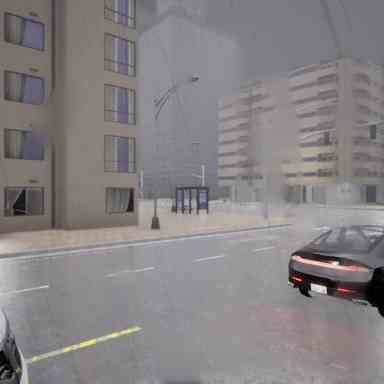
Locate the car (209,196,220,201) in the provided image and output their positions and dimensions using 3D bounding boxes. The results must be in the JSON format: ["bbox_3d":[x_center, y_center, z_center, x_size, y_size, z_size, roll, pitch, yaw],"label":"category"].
[{"bbox_3d":[4.526,1.595,80.959,5.357,1.411,2.033,0,0,-40],"label":"car"}]

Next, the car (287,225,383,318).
[{"bbox_3d":[4.120,1.492,7.380,4.902,1.511,2.128,0,0,-39],"label":"car"}]

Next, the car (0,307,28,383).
[{"bbox_3d":[-3.755,1.221,1.367,5.566,2.045,2.150,0,0,-32],"label":"car"}]
